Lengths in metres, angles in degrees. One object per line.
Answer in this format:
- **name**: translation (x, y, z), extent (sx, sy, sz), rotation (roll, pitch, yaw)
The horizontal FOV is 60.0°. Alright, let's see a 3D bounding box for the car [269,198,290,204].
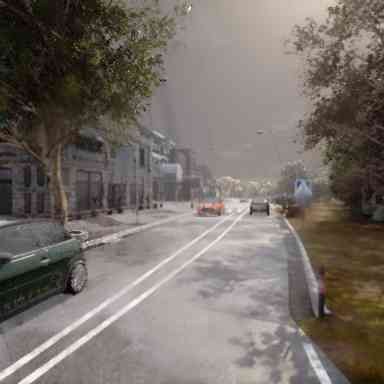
- **car**: translation (22.928, 2.278, 86.920), extent (4.792, 1.488, 2.163), rotation (1, -1, -9)

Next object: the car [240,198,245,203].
- **car**: translation (14.081, 2.299, 91.158), extent (1.882, 1.535, 5.008), rotation (0, -1, 11)

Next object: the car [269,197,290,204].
- **car**: translation (23.631, 2.305, 89.856), extent (5.366, 1.575, 1.946), rotation (1, -1, -10)

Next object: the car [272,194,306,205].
- **car**: translation (18.513, 1.487, 63.632), extent (5.566, 2.045, 2.435), rotation (1, -1, -9)

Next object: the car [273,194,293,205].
- **car**: translation (18.020, 1.420, 60.747), extent (5.566, 2.045, 2.435), rotation (1, -1, -9)

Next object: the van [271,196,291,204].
- **van**: translation (22.469, 1.966, 84.031), extent (4.442, 1.987, 1.878), rotation (1, -1, -9)

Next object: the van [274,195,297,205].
- **van**: translation (20.289, 1.717, 72.393), extent (4.442, 1.987, 1.878), rotation (1, -1, -9)

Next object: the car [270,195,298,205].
- **car**: translation (20.752, 1.754, 75.283), extent (5.566, 2.045, 2.435), rotation (1, -1, -9)

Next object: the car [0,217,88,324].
- **car**: translation (-3.822, 1.350, 5.906), extent (2.097, 1.767, 4.553), rotation (0, 0, 13)

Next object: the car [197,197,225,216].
- **car**: translation (1.843, 1.266, 31.201), extent (2.097, 1.767, 4.553), rotation (0, 0, 13)

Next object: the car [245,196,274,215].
- **car**: translation (6.688, 1.390, 32.810), extent (2.128, 1.511, 4.902), rotation (0, 0, 13)

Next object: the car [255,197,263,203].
- **car**: translation (18.152, 2.160, 90.355), extent (2.097, 1.767, 4.553), rotation (0, -1, 11)
